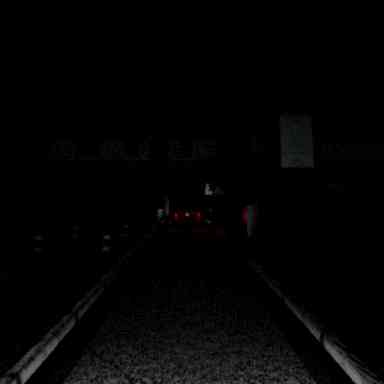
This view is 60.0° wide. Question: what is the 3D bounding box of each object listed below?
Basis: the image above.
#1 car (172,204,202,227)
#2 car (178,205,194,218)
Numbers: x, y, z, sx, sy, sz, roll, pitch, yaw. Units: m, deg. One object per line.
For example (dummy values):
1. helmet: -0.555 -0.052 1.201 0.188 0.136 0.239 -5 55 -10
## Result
1. car: -0.369 1.652 25.157 2.097 1.767 4.553 0 -1 -1
2. car: -0.783 2.442 42.710 1.882 1.535 5.008 0 -3 -1
